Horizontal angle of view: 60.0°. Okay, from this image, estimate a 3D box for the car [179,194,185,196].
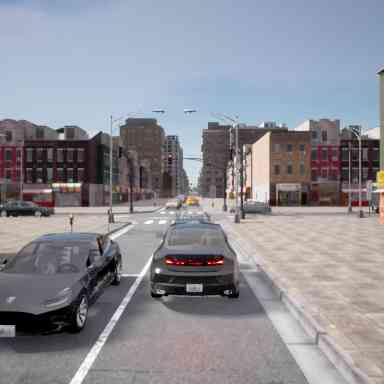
[{"bbox_3d":[-2.519,1.554,67.010,1.967,1.590,4.097,0,0,0],"label":"car"}]

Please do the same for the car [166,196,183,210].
[{"bbox_3d":[-2.557,1.576,44.419,1.752,1.417,4.829,0,0,0],"label":"car"}]

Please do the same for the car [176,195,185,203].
[{"bbox_3d":[-2.509,1.573,72.615,1.967,1.590,4.097,0,0,0],"label":"car"}]

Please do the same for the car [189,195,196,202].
[{"bbox_3d":[0.145,1.654,84.383,1.882,1.535,5.008,0,0,0],"label":"car"}]

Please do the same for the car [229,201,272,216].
[{"bbox_3d":[5.766,1.591,32.856,4.181,1.385,1.994,0,0,7],"label":"car"}]

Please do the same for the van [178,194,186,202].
[{"bbox_3d":[-2.489,1.516,83.827,1.690,1.788,3.998,0,0,0],"label":"van"}]

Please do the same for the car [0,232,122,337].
[{"bbox_3d":[-2.622,1.567,6.819,1.947,1.339,4.313,0,0,0],"label":"car"}]

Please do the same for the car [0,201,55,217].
[{"bbox_3d":[-14.713,1.542,29.512,4.892,1.490,1.837,0,0,0],"label":"car"}]

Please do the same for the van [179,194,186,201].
[{"bbox_3d":[-2.479,1.538,89.432,1.690,1.788,3.998,0,0,0],"label":"van"}]

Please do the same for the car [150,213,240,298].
[{"bbox_3d":[0.085,1.508,8.496,1.837,1.490,4.892,0,0,1],"label":"car"}]

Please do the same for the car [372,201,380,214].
[{"bbox_3d":[20.585,1.213,32.341,5.566,2.045,2.150,0,0,1],"label":"car"}]

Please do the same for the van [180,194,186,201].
[{"bbox_3d":[-2.470,1.560,95.037,1.690,1.788,3.998,0,0,0],"label":"van"}]

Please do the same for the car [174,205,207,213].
[{"bbox_3d":[0.059,1.610,17.707,1.895,1.301,4.718,0,0,1],"label":"car"}]

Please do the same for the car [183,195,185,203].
[{"bbox_3d":[-2.538,1.661,55.799,1.802,1.307,4.206,0,0,0],"label":"car"}]

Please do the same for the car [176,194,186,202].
[{"bbox_3d":[-2.499,1.468,78.221,2.192,1.841,5.009,0,0,0],"label":"car"}]

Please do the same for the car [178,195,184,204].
[{"bbox_3d":[-2.547,1.609,50.193,1.887,1.381,4.507,0,0,0],"label":"car"}]

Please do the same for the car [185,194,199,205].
[{"bbox_3d":[0.186,1.563,57.982,1.882,1.535,5.008,0,0,0],"label":"car"}]
